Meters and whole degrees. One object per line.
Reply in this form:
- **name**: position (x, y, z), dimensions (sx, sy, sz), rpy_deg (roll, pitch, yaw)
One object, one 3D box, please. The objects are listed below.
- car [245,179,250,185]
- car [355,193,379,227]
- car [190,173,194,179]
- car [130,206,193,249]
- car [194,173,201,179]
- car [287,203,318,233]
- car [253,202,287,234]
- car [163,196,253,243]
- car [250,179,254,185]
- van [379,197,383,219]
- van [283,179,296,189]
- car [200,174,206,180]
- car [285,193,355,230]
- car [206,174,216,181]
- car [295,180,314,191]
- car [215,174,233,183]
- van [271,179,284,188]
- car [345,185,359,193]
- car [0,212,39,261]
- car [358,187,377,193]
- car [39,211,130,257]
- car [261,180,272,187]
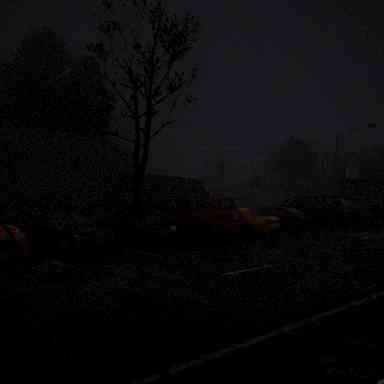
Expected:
- **car**: position (13.890, -2.315, 77.457), dimensions (2.002, 1.452, 4.674), rpy_deg (7, 3, 35)
- **car**: position (9.643, 1.269, 23.334), dimensions (5.566, 2.045, 2.435), rpy_deg (-1, -1, 35)
- **car**: position (1.621, -4.360, 94.498), dimensions (2.435, 2.045, 5.566), rpy_deg (1, -1, 34)
- **car**: position (-2.661, 1.526, 14.660), dimensions (4.792, 1.488, 2.163), rpy_deg (-1, -1, 34)
- **car**: position (3.395, -4.083, 92.152), dimensions (2.185, 1.767, 4.553), rpy_deg (4, 1, 33)
- **car**: position (4.705, 1.550, 19.867), dimensions (4.674, 1.452, 2.002), rpy_deg (-1, -1, 35)
- **car**: position (2.100, 1.504, 18.237), dimensions (5.366, 1.575, 1.946), rpy_deg (-1, -1, 35)
- **car**: position (-0.218, 1.249, 16.407), dimensions (5.566, 2.045, 2.435), rpy_deg (-1, -1, 34)
- **car**: position (15.635, -2.041, 74.997), dimensions (2.002, 1.452, 4.674), rpy_deg (7, 3, 35)
- **van**: position (12.180, 1.298, 25.007), dimensions (4.442, 1.987, 1.878), rpy_deg (-1, -1, 35)
- **van**: position (20.777, -1.489, 67.479), dimensions (1.878, 1.987, 4.442), rpy_deg (7, 4, 35)
- **car**: position (5.127, -3.848, 89.684), dimensions (2.185, 1.767, 4.553), rpy_deg (6, 3, 34)
- **car**: position (7.131, 1.264, 21.627), dimensions (5.566, 2.045, 2.435), rpy_deg (-1, -1, 35)
- **car**: position (6.924, -3.697, 87.220), dimensions (2.435, 2.045, 5.566), rpy_deg (7, 3, 34)
- **car**: position (22.539, -0.990, 65.118), dimensions (2.231, 1.521, 4.892), rpy_deg (7, 3, 35)
- **car**: position (8.777, -3.174, 84.962), dimensions (1.946, 1.575, 5.366), rpy_deg (7, 3, 34)
- **van**: position (19.045, -1.762, 69.948), dimensions (1.878, 1.987, 4.442), rpy_deg (7, 4, 35)
- **car**: position (27.756, -0.424, 57.737), dimensions (2.435, 2.045, 5.566), rpy_deg (7, 3, 35)
- **car**: position (-7.544, 1.367, 11.183), dimensions (4.553, 1.767, 2.185), rpy_deg (-1, -1, 34)
- **car**: position (29.450, 0.138, 55.267), dimensions (2.002, 1.452, 4.674), rpy_deg (7, 3, 35)
- **car**: position (-5.079, 1.495, 12.911), dimensions (4.892, 1.521, 2.231), rpy_deg (-1, -1, 34)
- **car**: position (17.468, -1.810, 72.678), dimensions (1.946, 1.575, 5.366), rpy_deg (7, 3, 35)
